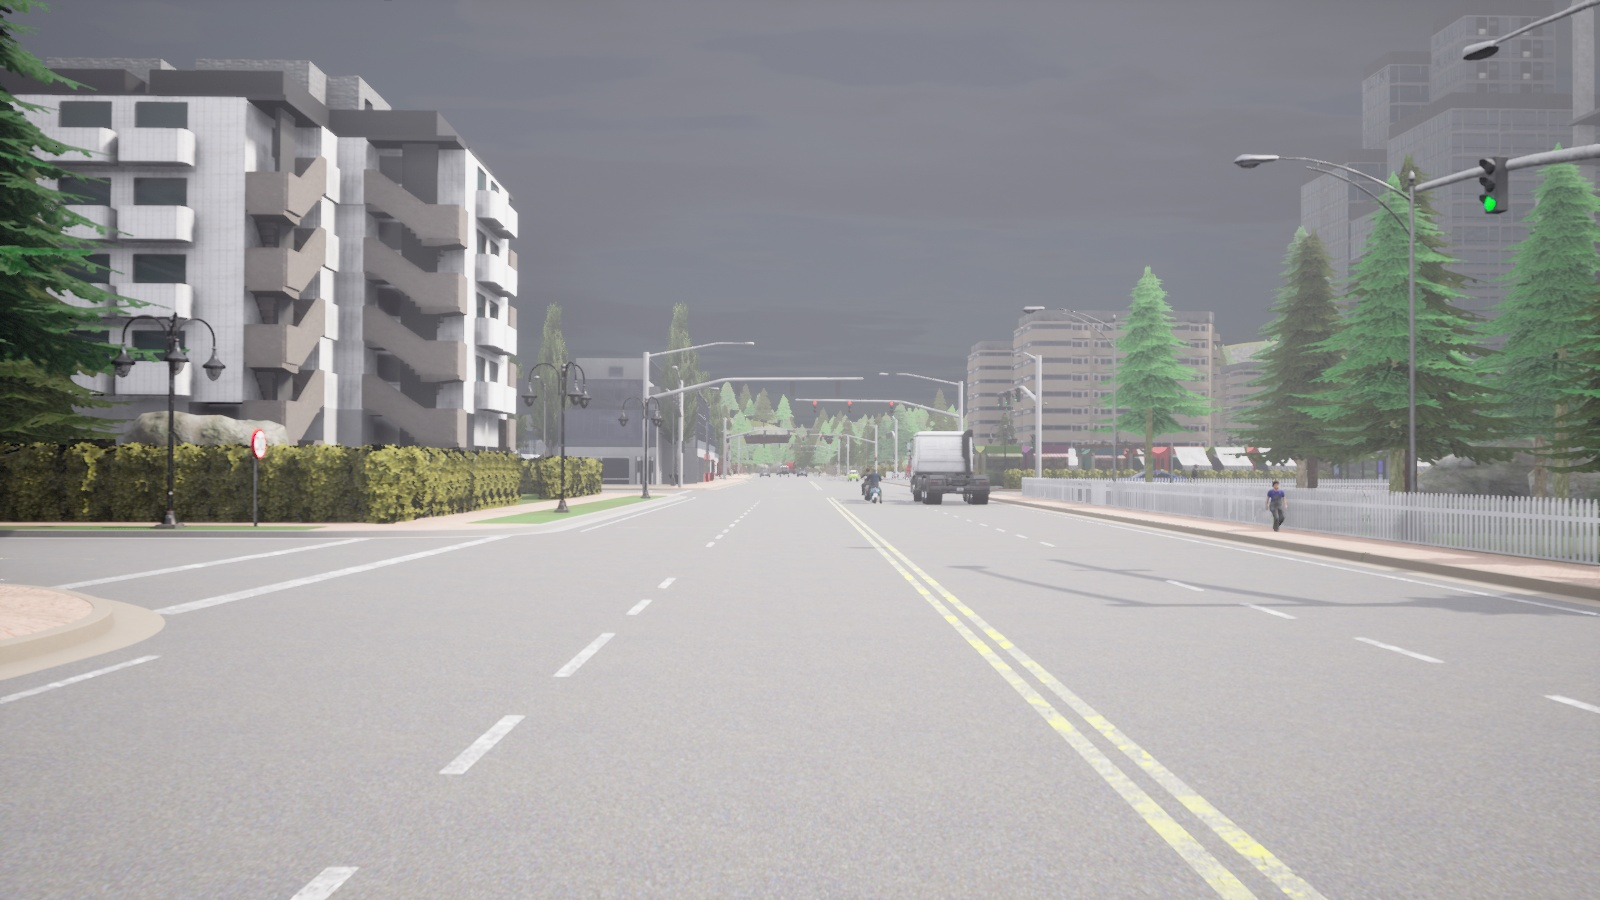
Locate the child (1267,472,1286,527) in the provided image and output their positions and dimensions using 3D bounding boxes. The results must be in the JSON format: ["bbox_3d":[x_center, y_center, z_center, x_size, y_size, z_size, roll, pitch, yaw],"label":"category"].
[{"bbox_3d":[10.937,1.134,28.840,0.270,1.263,0.437,0,-1,0],"label":"child"}]

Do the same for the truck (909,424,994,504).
[{"bbox_3d":[6.857,0.660,57.908,2.891,3.462,7.936,0,-1,0],"label":"truck"}]

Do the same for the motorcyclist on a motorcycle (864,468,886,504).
[{"bbox_3d":[3.355,1.590,56.601,0.866,1.590,1.817,0,-1,0],"label":"motorcyclist on a motorcycle"}]

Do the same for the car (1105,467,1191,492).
[{"bbox_3d":[22.621,1.910,81.709,5.008,1.535,1.882,0,-1,-2],"label":"car"}]
